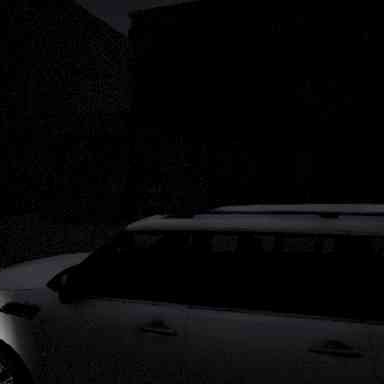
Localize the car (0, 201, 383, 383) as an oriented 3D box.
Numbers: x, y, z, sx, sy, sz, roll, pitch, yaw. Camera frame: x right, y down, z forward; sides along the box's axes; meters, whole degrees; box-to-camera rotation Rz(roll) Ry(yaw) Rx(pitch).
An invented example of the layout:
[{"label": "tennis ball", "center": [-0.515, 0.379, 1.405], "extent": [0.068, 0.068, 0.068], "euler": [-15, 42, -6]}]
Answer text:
[{"label": "car", "center": [0.231, 1.142, 3.257], "extent": [5.566, 2.045, 2.435], "euler": [0, 1, 21]}]
